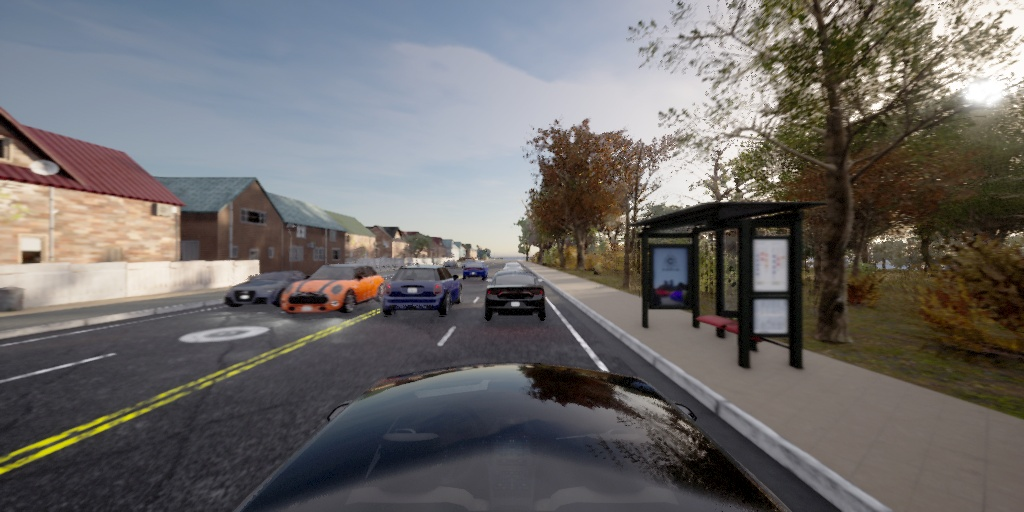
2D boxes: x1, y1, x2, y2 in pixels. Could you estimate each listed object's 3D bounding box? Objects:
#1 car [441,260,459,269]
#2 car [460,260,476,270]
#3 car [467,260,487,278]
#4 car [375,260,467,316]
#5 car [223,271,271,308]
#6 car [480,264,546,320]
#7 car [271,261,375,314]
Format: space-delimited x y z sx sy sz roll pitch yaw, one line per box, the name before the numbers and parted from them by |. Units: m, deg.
car | -9.809 1.369 56.863 1.994 1.385 4.181 0 0 0
car | -6.572 1.306 54.045 1.837 1.490 4.892 0 0 0
car | -3.150 1.250 31.623 1.882 1.535 5.008 0 0 0
car | -3.149 1.108 13.463 2.097 1.767 4.553 0 0 0
car | -9.849 1.321 15.202 1.994 1.385 4.181 0 0 0
car | 0.102 1.233 12.770 1.882 1.535 5.008 0 0 0
car | -6.599 1.108 13.776 2.097 1.767 4.553 0 0 0
